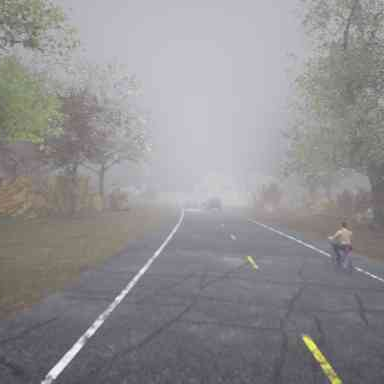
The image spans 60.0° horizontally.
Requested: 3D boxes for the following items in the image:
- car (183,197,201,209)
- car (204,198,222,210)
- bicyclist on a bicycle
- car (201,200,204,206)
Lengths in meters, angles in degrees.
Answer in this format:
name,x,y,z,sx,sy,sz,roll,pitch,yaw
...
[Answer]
name,x,y,z,sx,sy,sz,roll,pitch,yaw
car,-0.052,2.148,59.180,2.128,1.511,4.902,2,-1,-2
car,3.713,1.988,56.350,2.150,2.045,5.566,2,0,-2
bicyclist on a bicycle,4.767,1.745,10.597,0.866,1.612,1.509,2,-1,2
car,2.883,2.378,73.057,1.882,1.535,5.008,2,-1,-3
